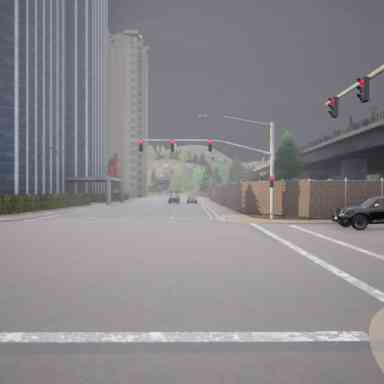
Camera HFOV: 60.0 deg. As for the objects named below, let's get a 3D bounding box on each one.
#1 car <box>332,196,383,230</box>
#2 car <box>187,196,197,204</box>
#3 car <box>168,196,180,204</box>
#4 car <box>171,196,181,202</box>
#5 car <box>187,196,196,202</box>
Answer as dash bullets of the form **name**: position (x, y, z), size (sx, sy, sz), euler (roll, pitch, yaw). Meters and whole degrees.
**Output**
- **car**: position (11.816, 1.277, 20.920), size (5.566, 2.045, 2.150), euler (0, 0, 0)
- **car**: position (0.009, 1.564, 64.585), size (1.994, 1.385, 4.181), euler (0, 0, 0)
- **car**: position (-3.492, 1.478, 64.188), size (1.882, 1.535, 5.008), euler (0, 0, 0)
- **car**: position (-3.603, 1.540, 74.406), size (2.033, 1.411, 5.357), euler (0, 0, 0)
- **car**: position (-0.104, 1.595, 74.547), size (1.895, 1.301, 4.718), euler (0, 0, 0)
